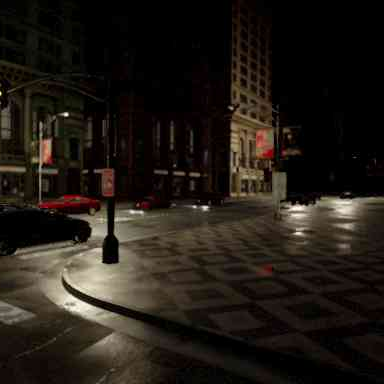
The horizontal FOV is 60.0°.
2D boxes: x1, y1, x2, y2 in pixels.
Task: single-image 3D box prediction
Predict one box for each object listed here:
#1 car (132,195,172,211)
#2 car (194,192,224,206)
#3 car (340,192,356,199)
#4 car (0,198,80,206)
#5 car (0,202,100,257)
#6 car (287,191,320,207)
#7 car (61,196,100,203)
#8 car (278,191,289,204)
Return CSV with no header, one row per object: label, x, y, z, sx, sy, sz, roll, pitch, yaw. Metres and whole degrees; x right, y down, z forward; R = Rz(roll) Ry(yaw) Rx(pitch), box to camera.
car,-3.845,1.017,32.400,1.994,1.385,4.181,1,1,36
car,2.199,0.827,40.877,1.837,1.490,4.892,1,1,36
car,28.479,0.618,60.666,1.994,1.385,4.181,1,1,36
car,-7.970,1.248,15.054,2.128,1.511,4.902,1,1,35
car,-5.959,1.352,12.283,1.812,1.442,4.674,1,2,35
car,13.152,0.918,39.129,1.812,1.442,4.674,1,1,35
car,-9.218,1.049,24.855,1.882,1.535,5.008,1,1,35
car,13.378,0.638,45.131,2.097,1.767,4.553,1,1,36
